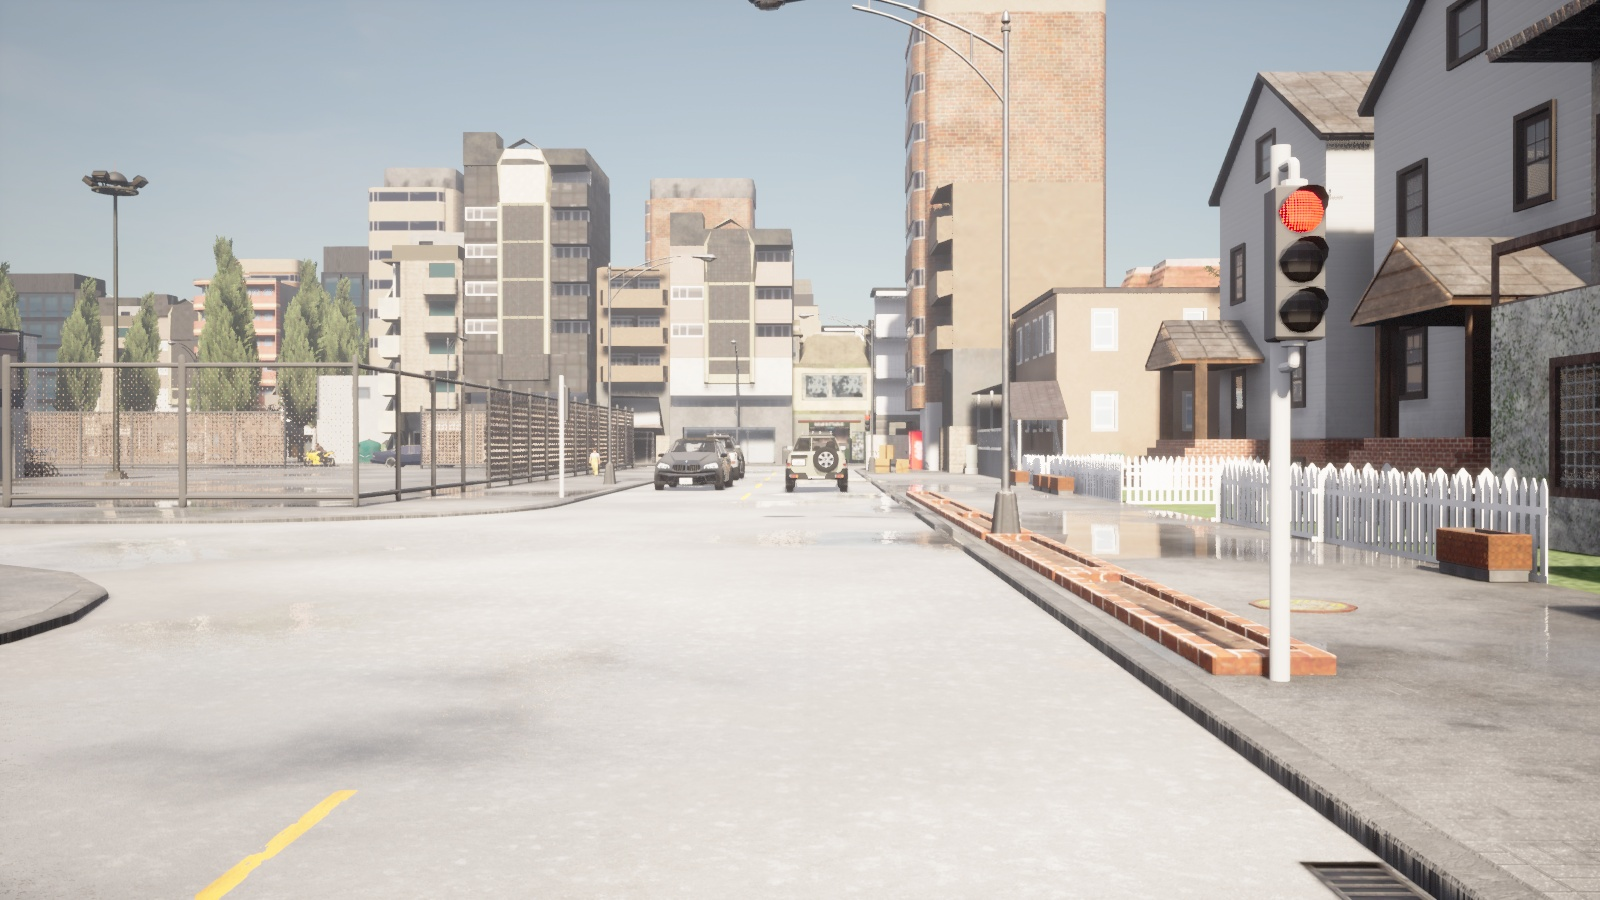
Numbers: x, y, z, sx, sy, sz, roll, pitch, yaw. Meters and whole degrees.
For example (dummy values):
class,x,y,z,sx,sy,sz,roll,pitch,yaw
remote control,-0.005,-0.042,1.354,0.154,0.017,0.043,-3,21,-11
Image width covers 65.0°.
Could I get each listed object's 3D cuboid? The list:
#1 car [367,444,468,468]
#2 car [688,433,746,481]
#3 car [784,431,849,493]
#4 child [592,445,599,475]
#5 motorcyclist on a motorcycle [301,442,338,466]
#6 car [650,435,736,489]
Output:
class,x,y,z,sx,sy,sz,roll,pitch,yaw
car,-22.766,0.353,74.878,5.357,1.411,2.033,0,0,1
car,-3.313,0.273,50.980,1.932,1.855,4.605,0,0,2
car,0.523,0.340,39.664,1.932,1.855,4.605,0,0,1
child,-8.585,0.432,52.703,0.270,1.263,0.437,0,0,-2
motorcyclist on a motorcycle,-30.227,0.258,78.965,2.044,1.523,0.797,0,0,1
car,-3.419,0.357,41.005,2.242,1.667,4.611,0,0,2
